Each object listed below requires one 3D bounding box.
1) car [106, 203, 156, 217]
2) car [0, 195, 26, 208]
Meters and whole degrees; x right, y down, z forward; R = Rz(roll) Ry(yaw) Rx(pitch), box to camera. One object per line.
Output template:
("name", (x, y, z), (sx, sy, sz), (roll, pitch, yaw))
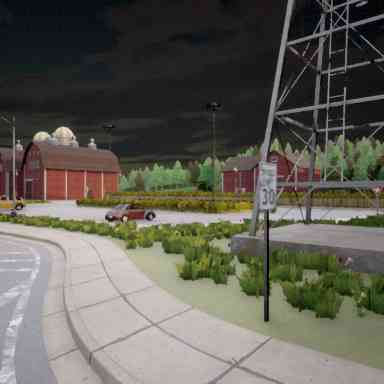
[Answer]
("car", (-4.637, 1.521, 25.422), (1.784, 1.438, 3.905), (0, 0, 39))
("car", (-22.257, 1.310, 39.383), (1.932, 1.855, 4.605), (0, 0, 39))
